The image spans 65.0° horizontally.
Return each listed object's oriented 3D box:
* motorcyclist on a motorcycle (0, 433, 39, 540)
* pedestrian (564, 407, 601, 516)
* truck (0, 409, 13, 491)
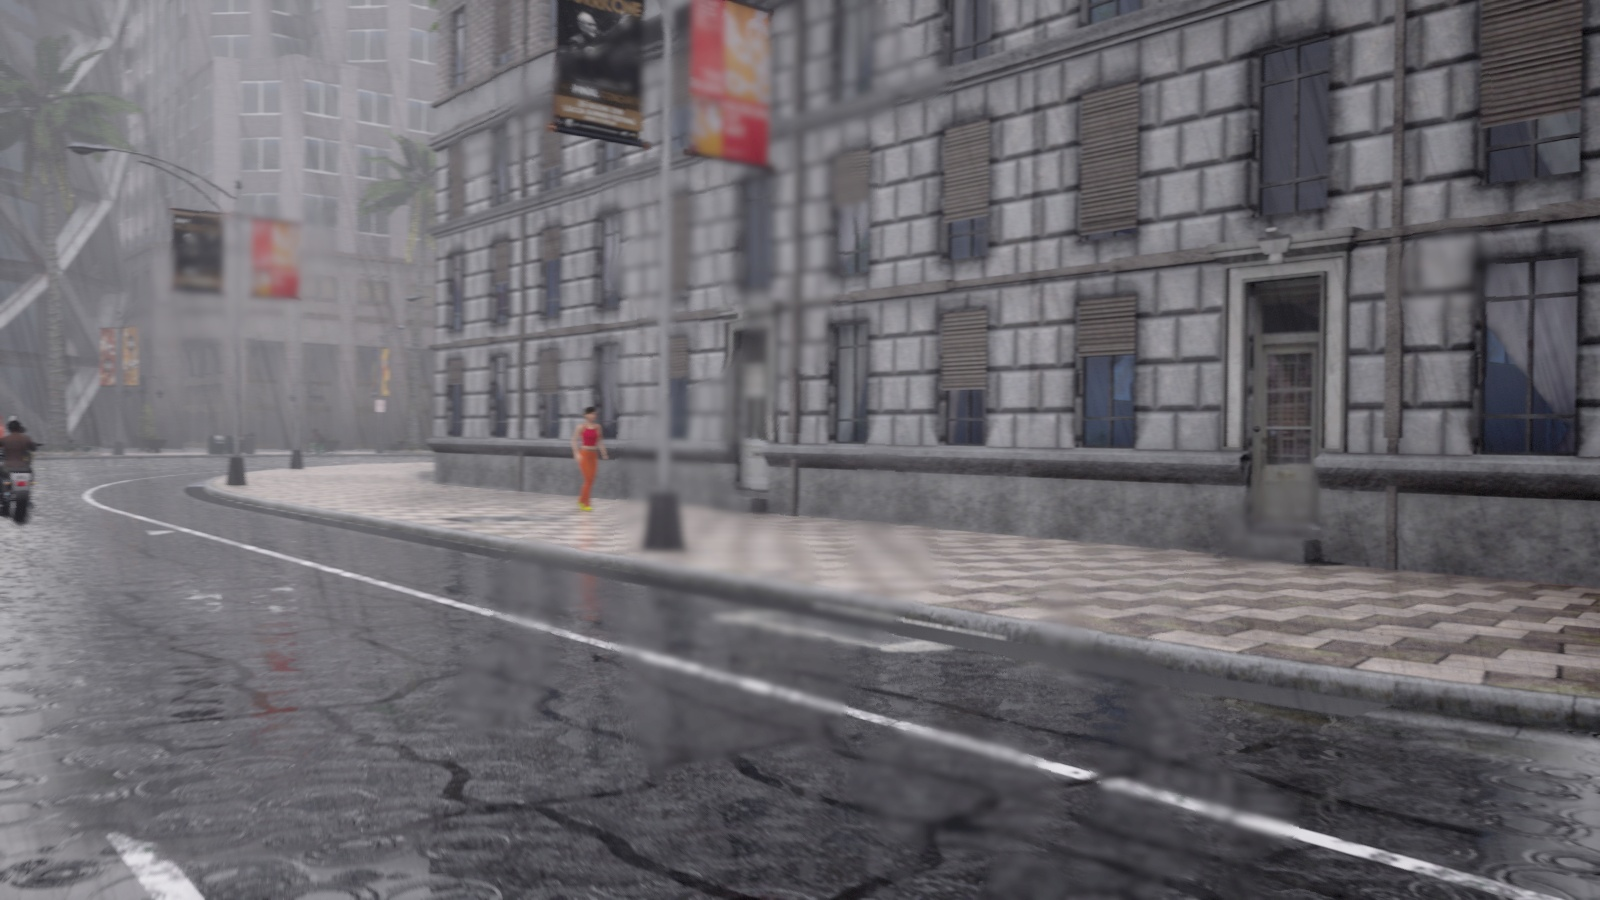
[{"bbox_3d":[-12.968,0.557,20.365,0.766,1.649,2.350,-1,1,-39],"label":"motorcyclist on a motorcycle"},{"bbox_3d":[-3.722,0.190,21.486,0.345,1.836,0.594,-1,1,-44],"label":"pedestrian"},{"bbox_3d":[-24.892,0.036,35.954,2.627,2.467,5.204,-1,1,-16],"label":"truck"}]
